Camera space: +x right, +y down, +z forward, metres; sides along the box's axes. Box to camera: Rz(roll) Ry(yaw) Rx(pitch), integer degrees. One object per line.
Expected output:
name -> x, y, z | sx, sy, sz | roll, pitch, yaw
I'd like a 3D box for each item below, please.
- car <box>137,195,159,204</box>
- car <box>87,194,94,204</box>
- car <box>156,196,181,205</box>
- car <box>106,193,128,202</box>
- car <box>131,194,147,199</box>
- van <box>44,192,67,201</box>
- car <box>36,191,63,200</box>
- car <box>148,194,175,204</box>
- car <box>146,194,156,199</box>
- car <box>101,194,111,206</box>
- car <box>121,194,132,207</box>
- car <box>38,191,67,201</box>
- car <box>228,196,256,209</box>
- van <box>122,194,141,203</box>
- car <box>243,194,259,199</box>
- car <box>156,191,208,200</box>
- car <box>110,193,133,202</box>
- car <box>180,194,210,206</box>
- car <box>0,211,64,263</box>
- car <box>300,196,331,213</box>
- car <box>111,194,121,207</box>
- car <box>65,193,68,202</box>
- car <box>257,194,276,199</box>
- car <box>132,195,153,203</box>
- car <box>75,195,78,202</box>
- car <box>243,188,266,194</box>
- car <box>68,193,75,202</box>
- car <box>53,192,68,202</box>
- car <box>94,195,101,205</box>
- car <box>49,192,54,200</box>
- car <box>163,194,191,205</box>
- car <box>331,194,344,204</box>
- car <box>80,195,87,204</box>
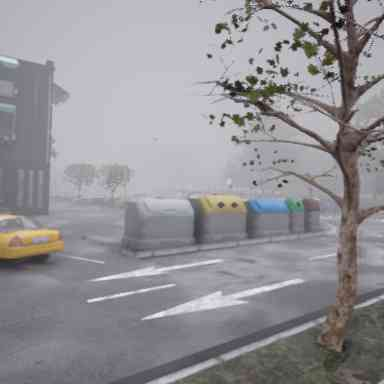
car -> -9.786, 1.636, 74.494 | 2.185, 1.767, 4.553 | 1, -2, 35
car -> -12.171, 1.195, 48.290 | 2.097, 1.535, 5.008 | 0, -1, 35
car -> -4.702, 1.750, 66.914 | 1.946, 1.575, 5.366 | 1, -2, 35
car -> -20.102, 1.512, 89.438 | 2.435, 2.045, 5.566 | 1, -2, 35
car -> -3.741, 1.193, 36.142 | 2.231, 1.521, 4.892 | 0, -1, 35
van -> -30.810, 0.971, 74.929 | 1.878, 1.987, 4.442 | 1, -1, 35
car -> -34.111, 0.948, 79.914 | 2.435, 2.045, 5.566 | 0, -1, 35
car -> -6.297, 1.512, 69.581 | 2.435, 2.045, 5.566 | 1, -2, 35
car -> -2.050, 1.231, 33.715 | 2.002, 1.452, 4.674 | 1, -1, 35
car -> -8.800, 1.195, 43.429 | 2.231, 1.521, 4.892 | 0, -1, 35
car -> -5.444, 1.066, 38.552 | 2.185, 1.767, 4.553 | 0, -1, 35
car -> -32.423, 0.948, 77.483 | 2.435, 2.045, 5.566 | 0, -1, 35
car -> 7.492, 1.632, 49.722 | 2.185, 1.767, 4.553 | 1, -2, 35
van -> -14.872, 1.542, 82.062 | 1.878, 1.987, 4.442 | 1, -2, 35
car -> 9.224, 1.631, 47.239 | 2.185, 1.767, 4.553 | 1, -2, 35
car -> -0.366, 0.939, 31.262 | 2.435, 2.045, 5.566 | 1, -1, 35
car -> -18.389, 1.510, 86.902 | 2.435, 2.045, 5.566 | 1, -2, 35
car -> 0.604, 1.509, 59.653 | 2.435, 2.045, 5.566 | 1, -2, 35
car -> -6.614, 1.448, 11.402 | 5.366, 1.575, 1.946 | -1, 0, 35
car -> 14.389, 1.504, 39.800 | 2.435, 2.045, 5.566 | 1, -2, 35
car -> -7.014, 1.193, 41.160 | 1.946, 1.575, 5.366 | 0, -1, 35
car -> -18.922, 1.227, 58.041 | 2.163, 1.488, 4.792 | 0, -1, 35
car -> 10.908, 1.628, 44.710 | 2.185, 1.767, 4.553 | 1, -2, 35
car -> -11.522, 1.636, 76.977 | 2.185, 1.767, 4.553 | 1, -2, 35
car -> -15.557, 1.196, 53.158 | 2.097, 1.535, 5.008 | 1, -1, 35
car -> 10.697, -0.016, 57.280 | 1.812, 1.442, 4.674 | 2, 3, -34
car -> -17.341, 1.191, 55.430 | 1.946, 1.575, 5.366 | 1, -1, 35
car -> -24.013, 1.073, 65.282 | 2.185, 1.767, 4.553 | 0, -1, 35
car -> -10.502, 1.223, 45.838 | 2.163, 1.488, 4.792 | 1, -1, 35
car -> -25.688, 1.200, 67.740 | 2.231, 1.521, 4.892 | 1, -1, 35
car -> -2.887, 1.508, 64.568 | 2.435, 2.045, 5.566 | 1, -2, 35
car -> 19.353, 1.054, 44.640 | 1.812, 1.442, 4.674 | 2, 3, -34
car -> -13.966, 1.189, 50.570 | 1.946, 1.575, 5.366 | 1, -1, 35
